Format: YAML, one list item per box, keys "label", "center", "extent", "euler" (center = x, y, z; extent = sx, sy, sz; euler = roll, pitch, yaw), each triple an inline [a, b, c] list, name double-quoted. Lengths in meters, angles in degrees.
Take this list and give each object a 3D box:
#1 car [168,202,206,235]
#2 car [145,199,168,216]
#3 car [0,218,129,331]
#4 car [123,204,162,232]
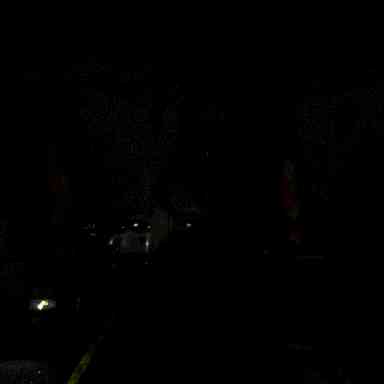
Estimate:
- label: "car"
  center: [-0.209, 1.562, 19.592]
  extent: [1.882, 1.535, 5.008]
  euler: [0, 0, -1]
- label: "car"
  center: [-3.304, 1.671, 34.264]
  extent: [2.128, 1.511, 4.902]
  euler: [0, 0, -1]
- label: "car"
  center: [-2.954, 1.582, 7.438]
  extent: [2.033, 1.411, 5.357]
  euler: [0, 0, -1]
- label: "car"
  center: [-3.160, 1.665, 20.539]
  extent: [1.994, 1.385, 4.181]
  euler: [0, 0, -1]
